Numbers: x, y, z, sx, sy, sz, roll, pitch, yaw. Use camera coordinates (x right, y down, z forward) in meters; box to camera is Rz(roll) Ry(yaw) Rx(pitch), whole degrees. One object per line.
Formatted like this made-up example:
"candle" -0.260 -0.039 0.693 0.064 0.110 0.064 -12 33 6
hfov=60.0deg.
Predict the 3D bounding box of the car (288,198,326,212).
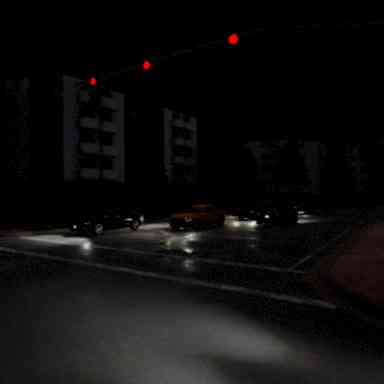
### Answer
"car" 14.751 1.618 42.488 5.008 1.535 1.882 0 0 -32

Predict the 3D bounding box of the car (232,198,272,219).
"car" 5.929 1.616 29.881 1.882 1.535 5.008 -1 0 39

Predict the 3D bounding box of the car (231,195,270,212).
"car" 6.527 1.394 35.947 5.566 2.045 2.150 0 -1 -45

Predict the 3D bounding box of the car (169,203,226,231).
"car" 0.452 1.617 22.312 1.882 1.535 5.008 -1 0 34

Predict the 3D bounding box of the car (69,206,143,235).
"car" -5.088 1.681 20.335 1.837 1.490 4.892 -1 0 35

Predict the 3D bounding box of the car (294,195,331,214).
"car" 13.276 1.341 37.245 5.566 2.045 2.150 0 0 -37

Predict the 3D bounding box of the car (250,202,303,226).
"car" 6.337 1.664 24.530 1.994 1.385 4.181 -1 0 36

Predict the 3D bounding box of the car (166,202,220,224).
"car" 0.191 1.670 28.066 2.128 1.511 4.902 -1 0 35
